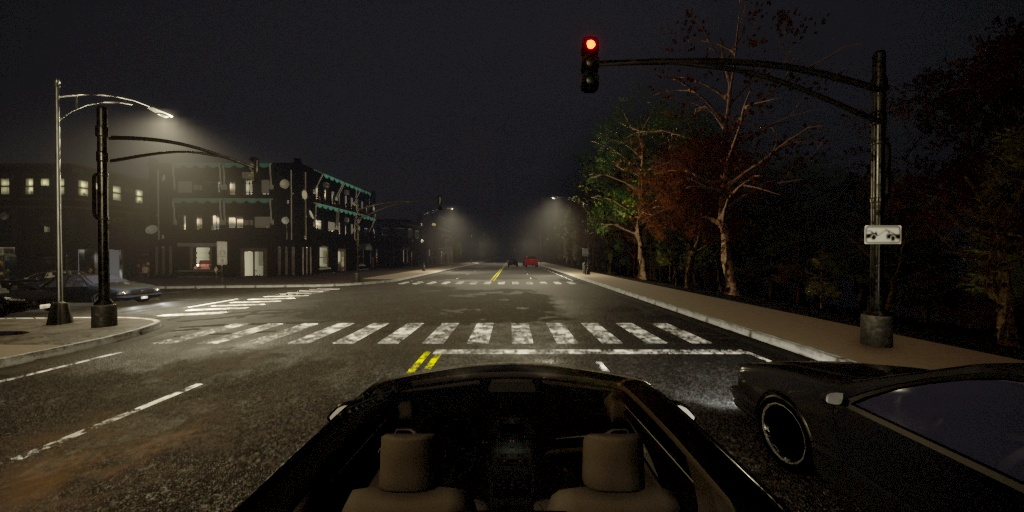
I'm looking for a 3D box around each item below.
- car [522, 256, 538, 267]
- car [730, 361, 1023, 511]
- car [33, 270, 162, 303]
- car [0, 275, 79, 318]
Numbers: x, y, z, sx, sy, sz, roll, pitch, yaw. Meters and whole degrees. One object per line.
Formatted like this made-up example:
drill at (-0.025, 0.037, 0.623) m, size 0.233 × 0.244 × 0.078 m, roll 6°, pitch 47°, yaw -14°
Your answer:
car at (3.416, 0.948, 63.877) m, size 2.150 × 2.045 × 5.566 m, roll 0°, pitch 0°, yaw 0°
car at (3.327, 1.297, 1.672) m, size 2.033 × 1.411 × 5.357 m, roll 0°, pitch 0°, yaw 3°
car at (-19.287, 1.512, 16.380) m, size 5.357 × 1.411 × 2.033 m, roll -1°, pitch 1°, yaw 3°
car at (-19.935, 1.565, 13.654) m, size 4.313 × 1.339 × 1.948 m, roll 0°, pitch 0°, yaw 0°
